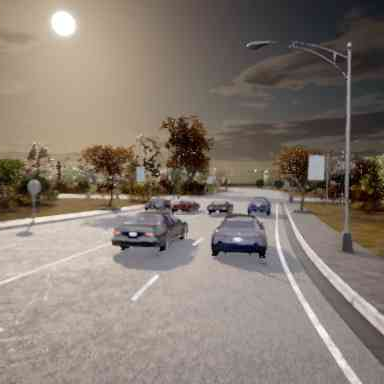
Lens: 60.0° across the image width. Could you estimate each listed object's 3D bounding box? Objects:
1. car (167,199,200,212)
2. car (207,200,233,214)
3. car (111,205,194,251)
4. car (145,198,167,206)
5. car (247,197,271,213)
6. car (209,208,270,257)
[{"bbox_3d":[-0.635,1.410,33.347,1.895,1.301,4.718,1,1,14],"label":"car"},{"bbox_3d":[2.834,1.460,31.977,1.895,1.301,4.718,1,1,14],"label":"car"},{"bbox_3d":[-1.548,1.520,14.064,2.033,1.411,5.357,1,0,12],"label":"car"},{"bbox_3d":[-3.594,1.310,35.878,1.994,1.385,4.181,1,1,14],"label":"car"},{"bbox_3d":[6.631,1.230,32.662,2.097,1.767,4.553,1,1,14],"label":"car"},{"bbox_3d":[1.929,1.576,13.177,1.994,1.385,4.181,1,0,11],"label":"car"}]
